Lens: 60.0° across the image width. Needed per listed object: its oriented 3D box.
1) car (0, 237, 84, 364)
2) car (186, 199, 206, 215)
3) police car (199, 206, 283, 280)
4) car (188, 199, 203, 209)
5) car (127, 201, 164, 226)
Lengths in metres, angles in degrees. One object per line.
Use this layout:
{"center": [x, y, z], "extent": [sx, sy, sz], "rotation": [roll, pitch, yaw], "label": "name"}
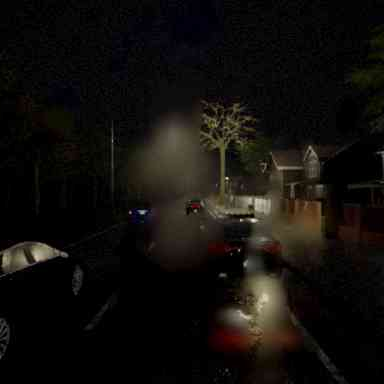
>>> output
{"center": [-3.347, 1.499, 5.587], "extent": [2.128, 1.511, 4.902], "rotation": [0, 0, 1], "label": "car"}
{"center": [0.379, 1.569, 34.658], "extent": [1.837, 1.490, 4.892], "rotation": [0, 0, 1], "label": "car"}
{"center": [1.320, 1.440, 10.170], "extent": [1.930, 1.638, 5.238], "rotation": [0, 0, 1], "label": "police car"}
{"center": [0.491, 1.653, 47.157], "extent": [1.994, 1.385, 4.181], "rotation": [0, 0, -1], "label": "car"}
{"center": [-3.178, 1.391, 23.617], "extent": [2.097, 1.767, 4.553], "rotation": [0, 0, 1], "label": "car"}
